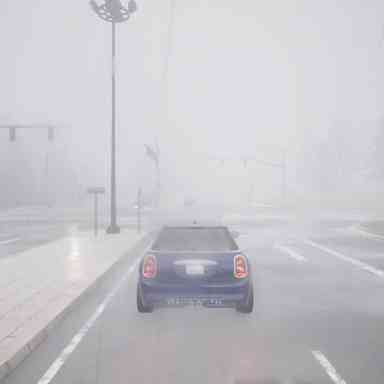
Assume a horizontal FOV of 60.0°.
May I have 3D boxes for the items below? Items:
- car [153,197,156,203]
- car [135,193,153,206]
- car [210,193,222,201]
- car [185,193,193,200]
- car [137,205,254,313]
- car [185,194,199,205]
[{"bbox_3d":[-8.386,1.547,65.611,2.033,1.411,5.357,0,0,0],"label":"car"},{"bbox_3d":[-8.285,1.352,55.997,2.097,1.767,4.553,0,0,-1],"label":"car"},{"bbox_3d":[6.333,1.215,84.933,2.150,2.045,5.566,0,0,-1],"label":"car"},{"bbox_3d":[-0.839,1.189,95.500,2.150,2.045,5.566,0,0,-1],"label":"car"},{"bbox_3d":[0.069,1.352,7.821,2.097,1.767,4.553,0,0,0],"label":"car"},{"bbox_3d":[-0.176,1.526,54.640,1.812,1.442,4.674,0,0,-1],"label":"car"}]
